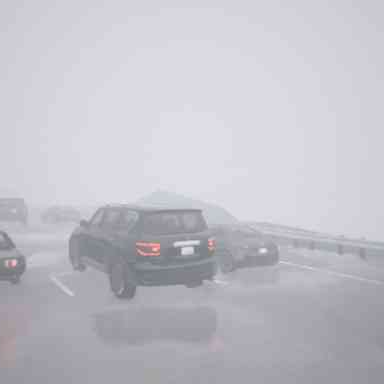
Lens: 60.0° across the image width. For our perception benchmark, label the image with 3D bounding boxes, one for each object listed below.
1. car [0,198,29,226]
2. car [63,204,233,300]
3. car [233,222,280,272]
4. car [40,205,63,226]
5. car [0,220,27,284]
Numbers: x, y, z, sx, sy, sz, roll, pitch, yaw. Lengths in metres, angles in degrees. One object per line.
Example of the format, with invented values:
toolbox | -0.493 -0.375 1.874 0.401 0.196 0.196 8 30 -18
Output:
car | -13.993 1.457 24.908 2.150 2.045 5.566 1 -1 -41
car | -1.626 1.329 9.093 2.150 2.045 5.566 1 -1 -35
car | 0.946 1.717 11.453 1.994 1.385 4.181 1 -1 -35
car | -10.365 1.763 26.030 2.128 1.511 4.902 1 -1 -40
car | -5.970 1.684 9.163 1.895 1.301 4.718 1 -1 -36
